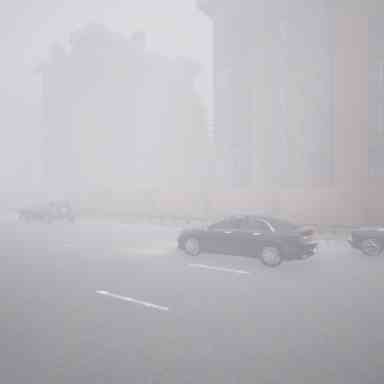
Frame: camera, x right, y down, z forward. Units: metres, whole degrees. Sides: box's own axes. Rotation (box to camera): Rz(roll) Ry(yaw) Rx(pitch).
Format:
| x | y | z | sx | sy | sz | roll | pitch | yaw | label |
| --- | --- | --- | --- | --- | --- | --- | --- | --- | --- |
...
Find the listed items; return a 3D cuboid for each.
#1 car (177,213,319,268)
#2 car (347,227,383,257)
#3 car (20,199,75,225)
| x | y | z | sx | sy | sz | roll | pitch | yaw | label |
| --- | --- | --- | --- | --- | --- | --- | --- | --- | --- |
| 1.713 | 1.504 | 11.368 | 4.892 | 1.490 | 1.837 | 0 | 0 | 36 | car |
| 7.913 | 1.600 | 11.246 | 4.718 | 1.301 | 1.895 | 0 | 0 | 35 | car |
| -10.689 | 1.351 | 24.515 | 4.553 | 1.767 | 2.097 | 0 | 0 | 35 | car |
